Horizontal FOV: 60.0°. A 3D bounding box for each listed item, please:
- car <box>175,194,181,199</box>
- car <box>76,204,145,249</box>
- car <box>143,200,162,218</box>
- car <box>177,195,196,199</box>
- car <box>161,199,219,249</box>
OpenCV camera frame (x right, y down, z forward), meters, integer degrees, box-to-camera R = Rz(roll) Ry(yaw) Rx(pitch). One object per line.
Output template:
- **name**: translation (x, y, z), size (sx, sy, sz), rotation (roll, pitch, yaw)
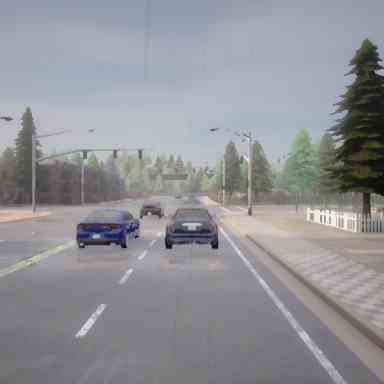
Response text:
- **car**: translation (-3.500, 1.347, 87.032), size (1.837, 1.490, 4.892), rotation (0, 0, 0)
- **car**: translation (-3.500, 1.483, 14.650), size (1.882, 1.535, 5.008), rotation (0, 0, 0)
- **car**: translation (-3.500, 1.515, 29.650), size (1.837, 1.490, 4.892), rotation (0, 0, 0)
- **car**: translation (0.000, 1.364, 29.620), size (2.097, 1.767, 4.553), rotation (0, 0, 0)
- **car**: translation (0.000, 1.364, 14.620), size (2.097, 1.767, 4.553), rotation (0, 0, 0)
